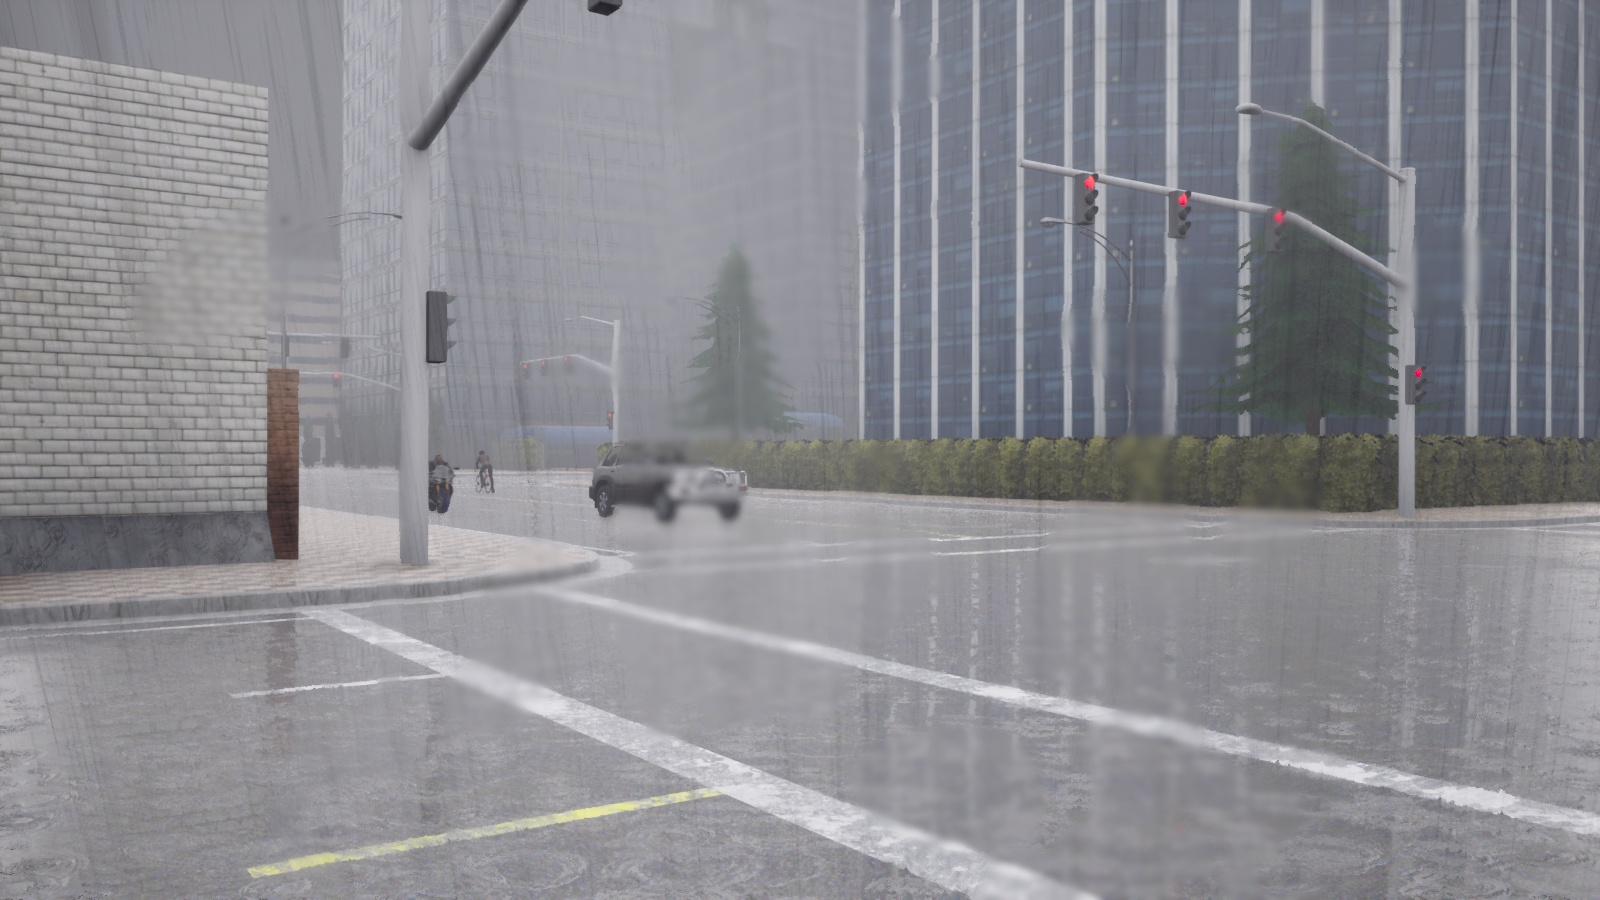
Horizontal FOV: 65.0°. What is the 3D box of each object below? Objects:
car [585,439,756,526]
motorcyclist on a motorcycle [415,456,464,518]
[{"bbox_3d":[-3.097,0.695,29.092,1.932,1.855,4.605,0,0,-35],"label":"car"},{"bbox_3d":[-9.269,0.934,32.234,0.866,1.530,2.191,1,0,-25],"label":"motorcyclist on a motorcycle"}]
